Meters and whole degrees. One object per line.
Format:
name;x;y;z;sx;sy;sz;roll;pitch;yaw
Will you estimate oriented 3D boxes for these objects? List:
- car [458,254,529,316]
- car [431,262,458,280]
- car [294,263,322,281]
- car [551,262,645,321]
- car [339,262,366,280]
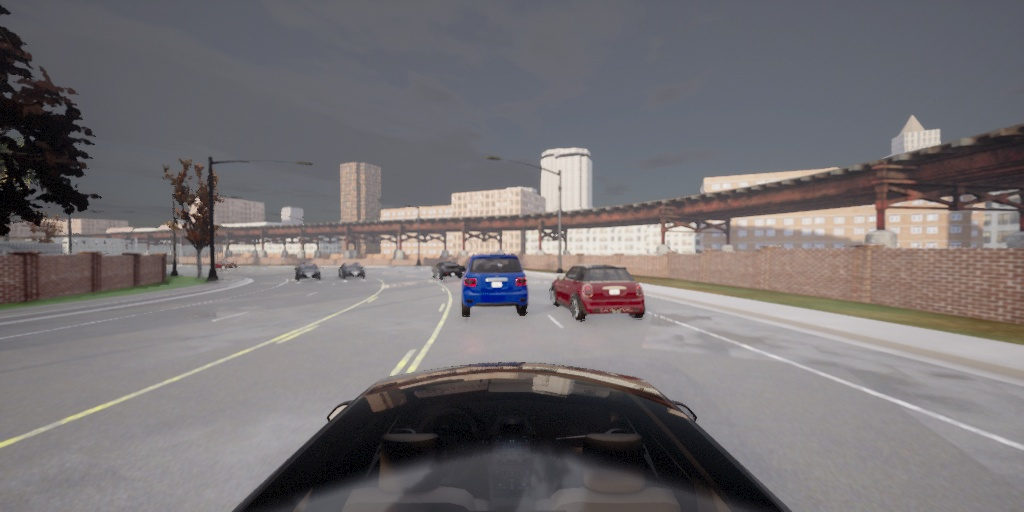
car;-0.782;0.951;13.419;2.150;2.045;5.566;0;0;-7
car;-5.762;1.223;31.255;1.837;1.490;4.892;0;0;-24
car;-17.950;1.370;31.586;2.128;1.511;4.902;-1;0;-32
car;2.762;1.065;12.576;2.097;1.767;4.553;0;0;-6
car;-14.642;1.318;32.833;2.128;1.511;4.902;-1;0;-31
